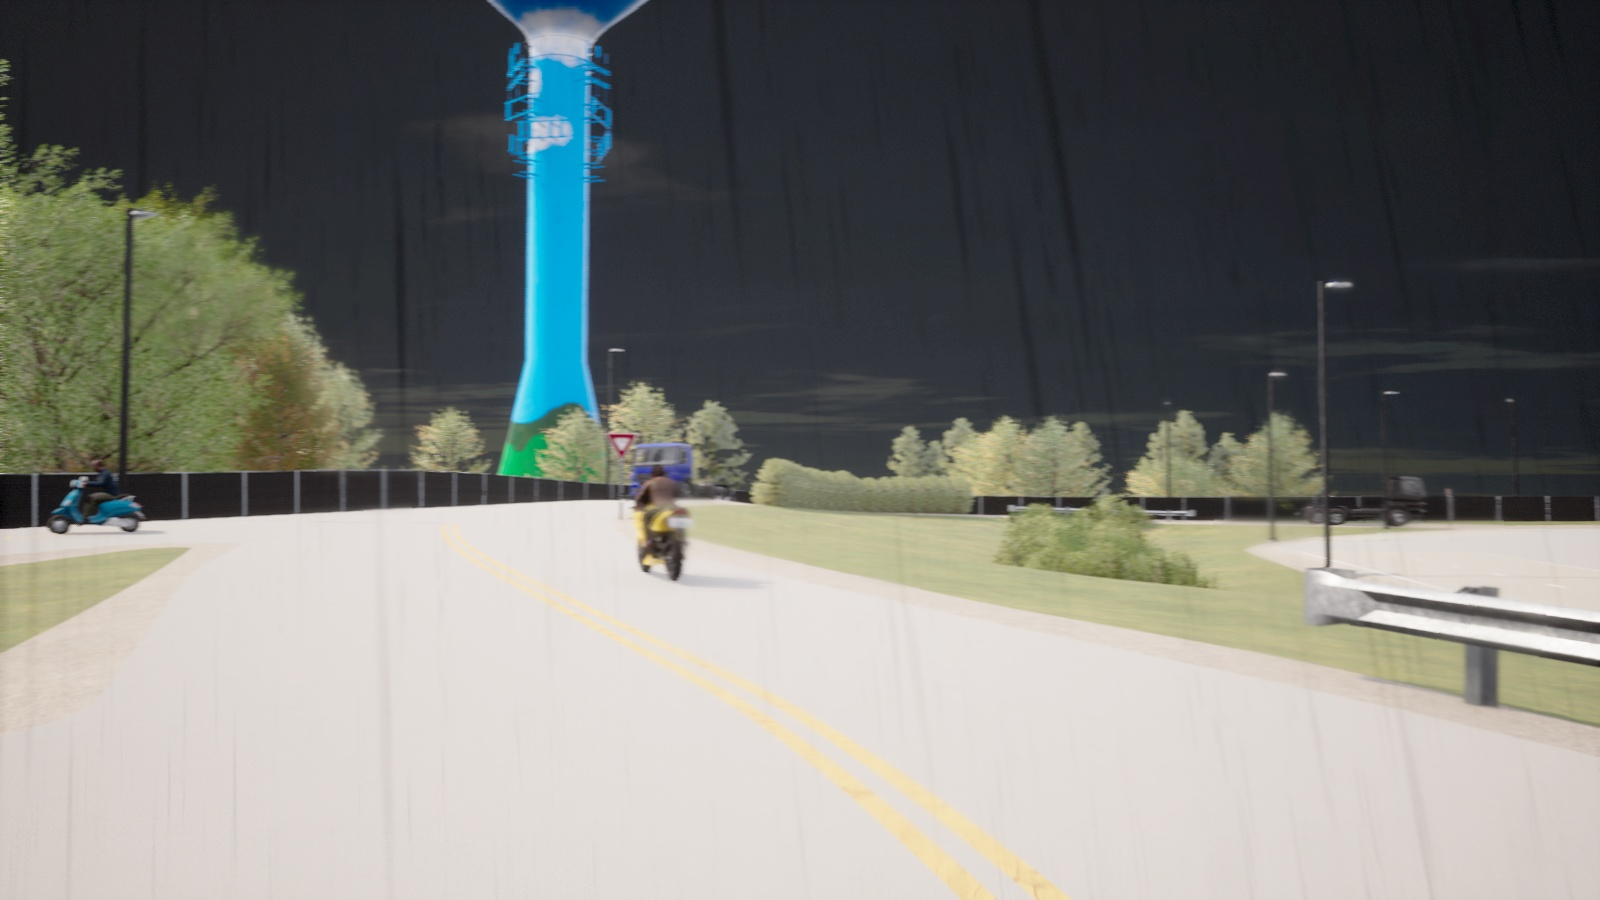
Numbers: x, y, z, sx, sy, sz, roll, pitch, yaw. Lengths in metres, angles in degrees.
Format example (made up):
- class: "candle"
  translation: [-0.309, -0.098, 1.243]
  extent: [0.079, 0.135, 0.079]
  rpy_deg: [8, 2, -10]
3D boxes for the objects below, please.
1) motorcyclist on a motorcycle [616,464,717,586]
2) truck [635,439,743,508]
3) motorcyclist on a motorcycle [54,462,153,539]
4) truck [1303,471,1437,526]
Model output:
- class: "motorcyclist on a motorcycle"
  translation: [-1.809, 0.956, 16.744]
  extent: [0.797, 1.523, 2.044]
  rpy_deg: [1, -1, -22]
- class: "truck"
  translation: [-6.247, 1.462, 72.180]
  extent: [2.891, 3.462, 7.936]
  rpy_deg: [-2, -4, 22]
- class: "motorcyclist on a motorcycle"
  translation: [-15.016, 1.063, 27.078]
  extent: [1.817, 1.590, 0.866]
  rpy_deg: [0, -1, -33]
- class: "truck"
  translation: [38.356, 3.264, 84.807]
  extent: [7.936, 3.462, 2.891]
  rpy_deg: [1, -3, 19]
